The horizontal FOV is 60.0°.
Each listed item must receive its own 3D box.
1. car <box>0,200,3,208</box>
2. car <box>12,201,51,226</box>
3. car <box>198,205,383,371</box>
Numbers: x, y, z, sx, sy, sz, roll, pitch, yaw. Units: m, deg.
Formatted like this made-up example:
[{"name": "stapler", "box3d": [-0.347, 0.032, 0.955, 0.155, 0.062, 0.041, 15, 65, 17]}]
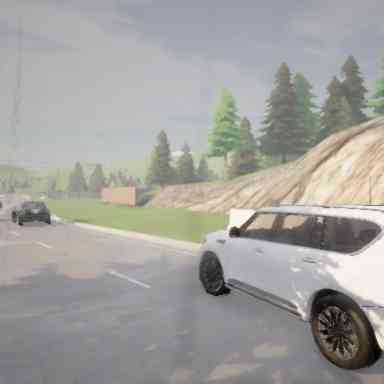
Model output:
[{"name": "car", "box3d": [-28.341, 1.507, 47.482, 2.097, 1.767, 4.553, 0, 0, -23]}, {"name": "car", "box3d": [-11.956, 1.428, 24.632, 2.097, 1.767, 4.553, 0, 0, -34]}, {"name": "car", "box3d": [2.137, 1.232, 6.096, 2.150, 2.045, 5.566, 1, 0, -26]}]
